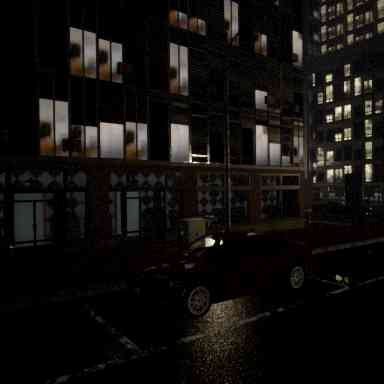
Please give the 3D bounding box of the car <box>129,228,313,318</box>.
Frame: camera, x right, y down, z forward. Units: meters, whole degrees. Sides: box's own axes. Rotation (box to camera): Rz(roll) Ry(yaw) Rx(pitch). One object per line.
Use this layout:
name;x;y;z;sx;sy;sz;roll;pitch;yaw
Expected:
car;0.815;1.543;7.361;4.507;1.381;1.887;0;-1;-36

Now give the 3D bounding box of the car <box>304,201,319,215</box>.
car;9.220;1.451;31.326;2.008;1.369;4.403;-1;1;-35

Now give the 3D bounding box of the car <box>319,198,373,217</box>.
car;13.451;1.491;29.784;1.895;1.301;4.718;-1;1;-36
